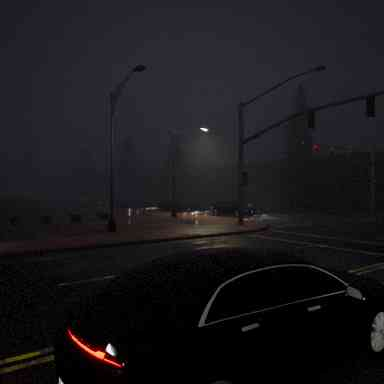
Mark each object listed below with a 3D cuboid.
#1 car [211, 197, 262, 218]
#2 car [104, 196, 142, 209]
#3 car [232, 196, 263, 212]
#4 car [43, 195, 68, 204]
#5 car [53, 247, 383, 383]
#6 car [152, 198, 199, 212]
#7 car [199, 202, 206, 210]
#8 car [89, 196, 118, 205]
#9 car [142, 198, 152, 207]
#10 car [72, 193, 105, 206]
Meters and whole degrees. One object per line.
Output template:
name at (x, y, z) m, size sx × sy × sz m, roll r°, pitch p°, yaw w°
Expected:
car at (3.793, 1.505, 30.861) m, size 1.837 × 1.490 × 4.892 m, roll 0°, pitch 0°, yaw -36°
car at (-9.483, 1.526, 45.757) m, size 4.674 × 1.442 × 1.812 m, roll 0°, pitch 0°, yaw 36°
car at (5.231, 1.352, 34.765) m, size 2.097 × 1.767 × 4.553 m, roll 0°, pitch 0°, yaw -37°
car at (-26.230, 1.352, 63.806) m, size 4.553 × 1.767 × 2.097 m, roll 0°, pitch 0°, yaw 9°
car at (0.823, 1.505, 4.384) m, size 4.892 × 1.490 × 1.837 m, roll 0°, pitch 0°, yaw -35°
car at (-2.015, 1.547, 38.683) m, size 2.033 × 1.411 × 5.357 m, roll 0°, pitch 0°, yaw -39°
car at (-0.363, 1.505, 41.912) m, size 1.837 × 1.490 × 4.892 m, roll 0°, pitch 0°, yaw -41°
car at (-16.271, 1.478, 61.339) m, size 5.008 × 1.535 × 1.882 m, roll 0°, pitch 0°, yaw 21°
car at (-7.715, 1.564, 48.734) m, size 4.181 × 1.385 × 1.994 m, roll 0°, pitch 0°, yaw 35°
car at (-16.722, 1.221, 54.019) m, size 5.566 × 2.045 × 2.150 m, roll 0°, pitch 0°, yaw 20°
